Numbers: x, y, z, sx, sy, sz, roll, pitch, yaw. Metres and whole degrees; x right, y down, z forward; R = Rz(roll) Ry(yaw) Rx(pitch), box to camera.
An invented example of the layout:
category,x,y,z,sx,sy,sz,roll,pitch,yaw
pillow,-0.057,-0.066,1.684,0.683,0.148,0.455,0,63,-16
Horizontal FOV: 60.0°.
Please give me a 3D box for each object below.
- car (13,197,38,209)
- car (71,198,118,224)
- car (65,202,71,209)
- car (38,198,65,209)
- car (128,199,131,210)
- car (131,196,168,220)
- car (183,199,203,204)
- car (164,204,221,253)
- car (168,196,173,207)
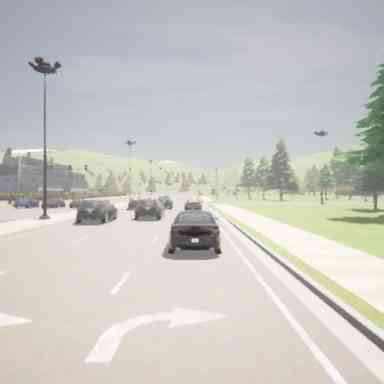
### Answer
category,x,y,z,sx,sy,sz,roll,pitch,yaw
car,-22.151,1.470,44.713,1.812,1.442,4.674,0,0,-1
car,-6.970,1.323,24.856,2.097,1.767,4.553,0,0,1
car,-15.155,1.512,45.107,1.994,1.385,4.181,0,0,-1
car,-18.652,1.511,45.047,1.994,1.385,4.181,0,0,-1
car,-7.031,1.445,42.691,2.128,1.511,4.902,0,0,-1
car,-3.434,1.321,27.774,2.097,1.767,4.553,0,0,0
car,0.088,1.455,34.992,2.128,1.511,4.902,0,0,0
car,0.104,1.464,13.618,1.882,1.535,5.008,0,0,0
car,-3.553,1.306,43.774,2.097,1.767,4.553,0,0,-1
